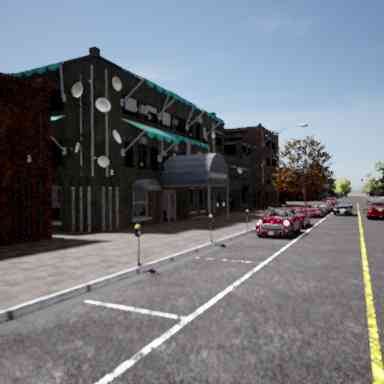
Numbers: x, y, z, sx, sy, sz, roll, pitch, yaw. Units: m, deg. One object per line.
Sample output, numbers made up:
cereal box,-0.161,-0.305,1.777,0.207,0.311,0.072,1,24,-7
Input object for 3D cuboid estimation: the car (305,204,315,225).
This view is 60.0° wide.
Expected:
car,7.452,1.788,24.009,1.887,1.381,4.507,-1,-1,26

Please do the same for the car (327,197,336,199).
car,24.656,1.858,58.829,2.192,1.841,5.009,-1,-1,26

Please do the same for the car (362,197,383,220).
car,17.322,1.606,30.937,2.097,1.767,4.553,-1,-1,25

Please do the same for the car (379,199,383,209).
car,32.249,1.967,55.267,1.752,1.417,4.829,-1,-1,26

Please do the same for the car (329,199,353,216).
car,16.698,1.823,36.674,2.128,1.511,4.902,-1,-1,27

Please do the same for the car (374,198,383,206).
car,39.624,2.094,70.189,1.752,1.417,4.829,-1,-1,26

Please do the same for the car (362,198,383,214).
car,21.796,1.686,40.187,2.097,1.767,4.553,-1,-1,26

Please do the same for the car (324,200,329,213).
car,14.826,1.923,38.930,2.008,1.369,4.403,-1,-1,26

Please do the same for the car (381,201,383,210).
car,29.716,1.980,50.140,1.802,1.307,4.206,-1,-1,26

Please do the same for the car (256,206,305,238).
car,4.991,1.640,19.037,1.967,1.590,4.097,-1,-1,26

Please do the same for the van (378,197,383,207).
van,34.629,1.824,60.092,1.690,1.788,3.998,-1,-1,26

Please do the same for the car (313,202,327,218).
car,12.369,1.911,33.956,1.802,1.307,4.206,-1,-1,26
